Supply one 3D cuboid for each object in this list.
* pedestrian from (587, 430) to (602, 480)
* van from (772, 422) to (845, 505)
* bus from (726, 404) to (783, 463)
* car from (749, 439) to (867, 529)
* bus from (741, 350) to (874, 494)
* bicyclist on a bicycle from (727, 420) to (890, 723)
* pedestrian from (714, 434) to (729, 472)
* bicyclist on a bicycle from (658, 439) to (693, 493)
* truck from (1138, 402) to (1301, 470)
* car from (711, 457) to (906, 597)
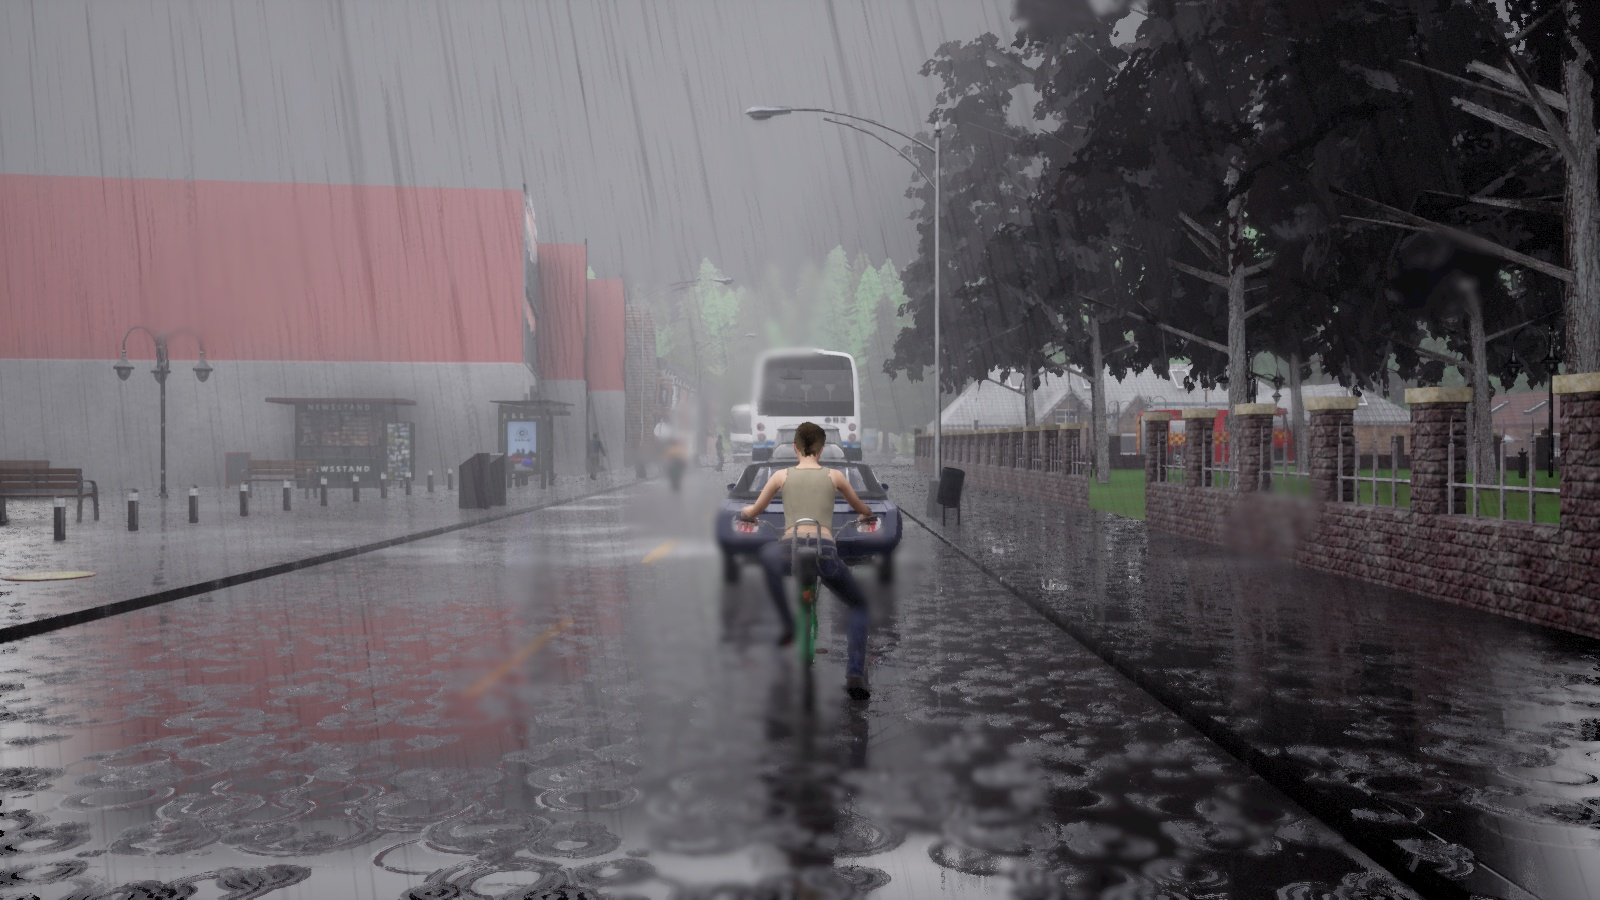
[{"bbox_3d":[-7.715,0.184,47.138,0.370,1.835,0.726,0,0,5],"label":"pedestrian"},{"bbox_3d":[0.217,0.315,32.578,1.775,1.987,4.442,0,0,0],"label":"van"},{"bbox_3d":[-3.355,-1.174,95.888,3.944,4.253,10.273,0,0,0],"label":"bus"},{"bbox_3d":[0.156,0.560,23.591,2.007,1.525,4.514,0,0,0],"label":"car"},{"bbox_3d":[0.289,-0.869,42.315,3.944,4.253,10.273,0,0,1],"label":"bus"},{"bbox_3d":[0.050,0.641,7.436,0.866,1.612,1.509,0,0,0],"label":"bicyclist on a bicycle"},{"bbox_3d":[-3.962,0.149,63.479,0.666,1.930,0.402,0,0,-23],"label":"pedestrian"},{"bbox_3d":[-3.743,0.466,37.880,0.866,1.612,1.509,0,0,1],"label":"bicyclist on a bicycle"},{"bbox_3d":[24.151,-0.808,72.529,8.468,3.827,2.891,0,0,-1],"label":"truck"},{"bbox_3d":[0.096,0.765,14.566,1.895,1.301,4.718,0,0,0],"label":"car"}]
